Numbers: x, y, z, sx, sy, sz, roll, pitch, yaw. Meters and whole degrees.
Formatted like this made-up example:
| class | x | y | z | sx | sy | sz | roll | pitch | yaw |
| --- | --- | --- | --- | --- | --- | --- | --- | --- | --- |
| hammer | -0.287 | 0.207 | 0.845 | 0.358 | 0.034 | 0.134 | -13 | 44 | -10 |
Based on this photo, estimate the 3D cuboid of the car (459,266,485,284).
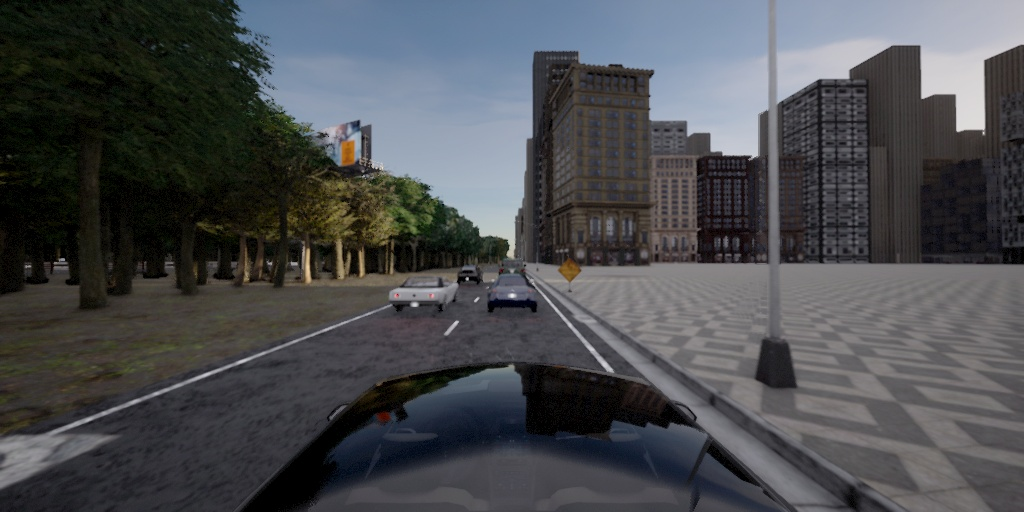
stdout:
| class | x | y | z | sx | sy | sz | roll | pitch | yaw |
| --- | --- | --- | --- | --- | --- | --- | --- | --- | --- |
| car | -3.465 | 1.546 | 30.343 | 1.837 | 1.490 | 4.892 | 0 | 0 | 0 |

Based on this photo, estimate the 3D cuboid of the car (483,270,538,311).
| class | x | y | z | sx | sy | sz | roll | pitch | yaw |
| --- | --- | --- | --- | --- | --- | --- | --- | --- | --- |
| car | 0.026 | 1.451 | 15.192 | 1.994 | 1.385 | 4.181 | 0 | 0 | 0 |

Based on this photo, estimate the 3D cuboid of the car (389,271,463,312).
| class | x | y | z | sx | sy | sz | roll | pitch | yaw |
| --- | --- | --- | --- | --- | --- | --- | --- | --- | --- |
| car | -3.477 | 1.487 | 15.101 | 1.895 | 1.301 | 4.718 | 0 | -1 | 0 |

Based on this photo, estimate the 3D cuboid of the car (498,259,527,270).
| class | x | y | z | sx | sy | sz | roll | pitch | yaw |
| --- | --- | --- | --- | --- | --- | --- | --- | --- | --- |
| car | 0.023 | 1.254 | 29.437 | 2.150 | 2.045 | 5.566 | 0 | 0 | 0 |

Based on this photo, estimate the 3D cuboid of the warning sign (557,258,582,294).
| class | x | y | z | sx | sy | sz | roll | pitch | yaw |
| --- | --- | --- | --- | --- | --- | --- | --- | --- | --- |
| warning sign | 3.058 | 1.040 | 19.007 | 1.300 | 1.860 | 1.060 | 0 | 0 | 0 |
